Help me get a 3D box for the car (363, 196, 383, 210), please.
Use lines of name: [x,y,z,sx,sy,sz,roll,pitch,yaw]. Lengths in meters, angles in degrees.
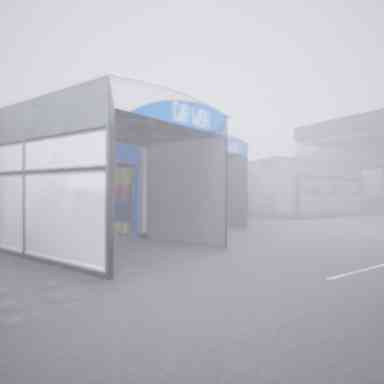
car: [21.555,1.377,40.157,4.611,1.667,2.242,0,0,-36]
